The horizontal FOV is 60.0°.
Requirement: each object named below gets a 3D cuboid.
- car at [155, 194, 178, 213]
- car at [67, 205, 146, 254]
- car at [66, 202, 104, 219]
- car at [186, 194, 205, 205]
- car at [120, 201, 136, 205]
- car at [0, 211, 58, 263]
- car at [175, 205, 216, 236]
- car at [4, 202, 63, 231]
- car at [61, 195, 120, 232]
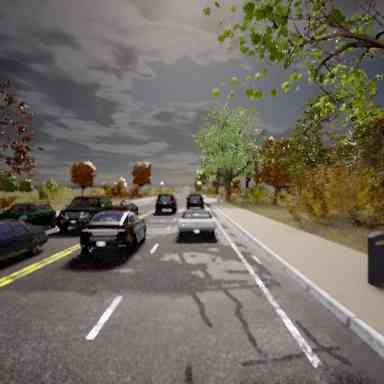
[{"bbox_3d":[-2.810,1.217,37.222,2.150,2.045,5.566,0,0,1],"label":"car"},{"bbox_3d":[-3.033,1.518,13.591,2.128,1.511,4.902,0,0,1],"label":"car"},{"bbox_3d":[-9.545,1.624,30.038,1.895,1.301,4.718,0,0,1],"label":"car"},{"bbox_3d":[0.393,1.204,41.036,2.150,2.045,5.566,0,1,1],"label":"car"},{"bbox_3d":[-6.276,1.577,31.372,1.994,1.385,4.181,0,0,1],"label":"car"},{"bbox_3d":[-6.502,1.586,10.593,2.033,1.411,5.357,0,0,1],"label":"car"},{"bbox_3d":[0.261,1.613,18.401,1.895,1.301,4.718,0,0,1],"label":"car"},{"bbox_3d":[-9.662,1.389,19.439,2.097,1.767,4.553,0,0,1],"label":"car"},{"bbox_3d":[-6.396,1.249,20.769,2.150,2.045,5.566,0,0,1],"label":"car"}]
